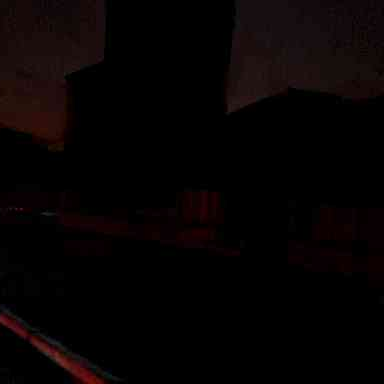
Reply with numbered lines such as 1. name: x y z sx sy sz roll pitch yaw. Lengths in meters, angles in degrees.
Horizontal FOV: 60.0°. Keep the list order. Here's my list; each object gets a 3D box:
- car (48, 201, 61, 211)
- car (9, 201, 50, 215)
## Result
1. car: -22.105 2.141 51.918 2.128 1.511 4.902 5 -1 15
2. car: -20.203 2.083 40.973 2.033 1.411 5.357 4 -2 3
